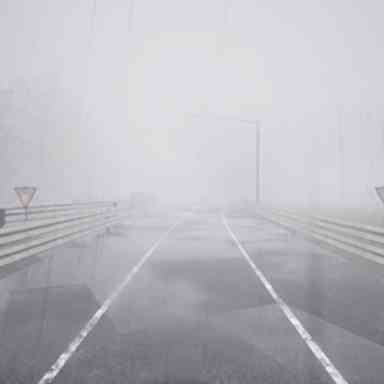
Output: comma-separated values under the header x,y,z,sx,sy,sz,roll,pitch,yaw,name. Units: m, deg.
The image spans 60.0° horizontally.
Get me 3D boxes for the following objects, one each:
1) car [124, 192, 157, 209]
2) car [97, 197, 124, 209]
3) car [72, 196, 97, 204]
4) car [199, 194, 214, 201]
x,y,z,sx,sy,sz,roll,pitch,yaw,name
-6.081,1.024,41.476,2.150,2.045,5.566,0,0,12,car
-9.595,1.329,41.708,1.812,1.442,4.674,0,0,12,car
-13.120,1.281,41.988,1.882,1.535,5.008,0,0,12,car
3.104,1.416,79.056,2.033,1.411,5.357,0,0,15,car
